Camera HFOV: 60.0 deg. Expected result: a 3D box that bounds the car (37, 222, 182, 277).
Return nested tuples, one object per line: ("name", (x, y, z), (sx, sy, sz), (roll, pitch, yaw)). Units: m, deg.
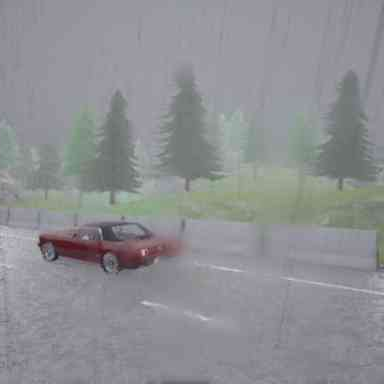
("car", (-2.708, 1.564, 10.210), (4.718, 1.301, 1.895), (0, 0, 36))
